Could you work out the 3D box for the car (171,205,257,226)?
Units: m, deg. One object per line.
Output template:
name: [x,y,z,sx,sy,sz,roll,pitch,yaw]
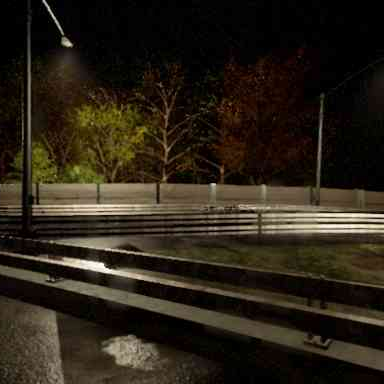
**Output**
car: [1.250,1.528,18.713,4.902,1.511,2.128,-1,0,-12]
